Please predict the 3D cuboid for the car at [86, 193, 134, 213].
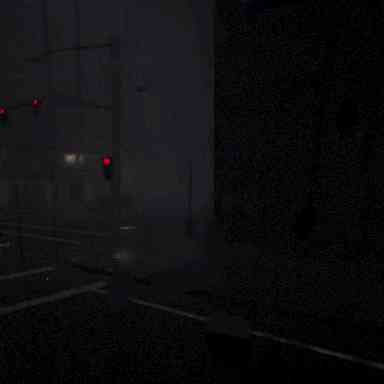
[{"bbox_3d":[-8.715,1.170,35.978,2.150,2.045,5.566,0,0,35],"label":"car"}]
